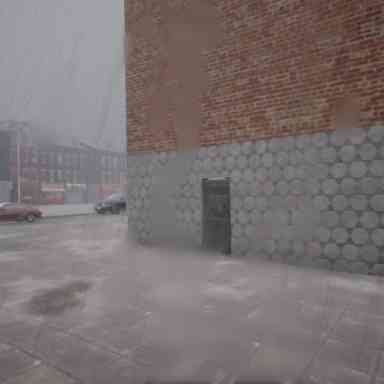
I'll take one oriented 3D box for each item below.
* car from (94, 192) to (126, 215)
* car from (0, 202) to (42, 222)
[{"bbox_3d":[-6.686,1.050,31.843,2.150,2.045,5.566,-2,0,35],"label":"car"},{"bbox_3d":[-12.869,1.470,23.070,1.812,1.442,4.674,-2,0,37],"label":"car"}]
